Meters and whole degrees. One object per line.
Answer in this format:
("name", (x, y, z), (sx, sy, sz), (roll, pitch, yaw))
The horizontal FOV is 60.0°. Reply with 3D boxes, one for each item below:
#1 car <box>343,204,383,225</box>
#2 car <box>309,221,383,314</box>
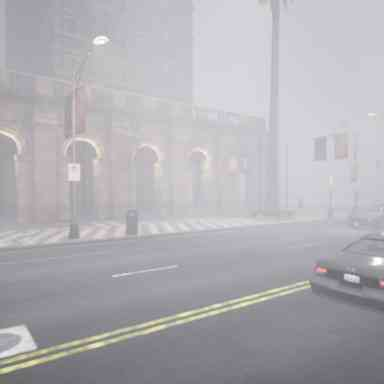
("car", (11.794, 1.493, 20.990), (5.357, 1.411, 2.033), (0, 0, -35))
("car", (4.796, 1.528, 7.195), (5.357, 1.411, 2.033), (0, 0, -35))
